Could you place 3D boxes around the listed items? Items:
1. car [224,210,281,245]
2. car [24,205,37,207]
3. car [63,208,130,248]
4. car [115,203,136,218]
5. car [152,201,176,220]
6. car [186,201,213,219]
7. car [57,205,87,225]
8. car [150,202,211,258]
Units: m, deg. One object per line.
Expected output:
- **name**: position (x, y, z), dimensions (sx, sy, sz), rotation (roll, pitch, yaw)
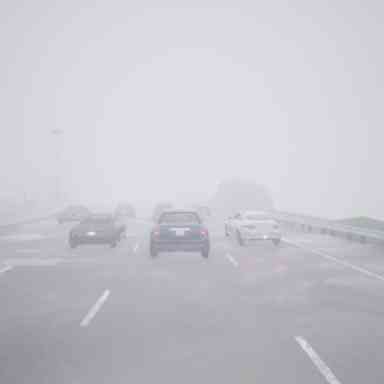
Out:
- **car**: position (2.780, 1.599, 15.815), dimensions (1.812, 1.442, 4.674), rotation (0, 0, -5)
- **car**: position (-27.601, 1.886, 57.356), dimensions (2.033, 1.411, 5.357), rotation (0, 0, -19)
- **car**: position (-4.221, 1.649, 15.382), dimensions (1.994, 1.385, 4.181), rotation (0, 0, -5)
- **car**: position (-6.383, 1.735, 31.804), dimensions (1.994, 1.385, 4.181), rotation (0, 0, -10)
- **car**: position (-2.740, 1.666, 31.273), dimensions (1.837, 1.490, 4.892), rotation (0, 0, -10)
- **car**: position (0.626, 1.686, 32.343), dimensions (1.812, 1.442, 4.674), rotation (0, 0, -10)
- **car**: position (-8.888, 1.692, 25.601), dimensions (2.033, 1.411, 5.357), rotation (0, 0, -8)
- **car**: position (-0.543, 1.420, 13.363), dimensions (2.097, 1.767, 4.553), rotation (0, 0, -4)
